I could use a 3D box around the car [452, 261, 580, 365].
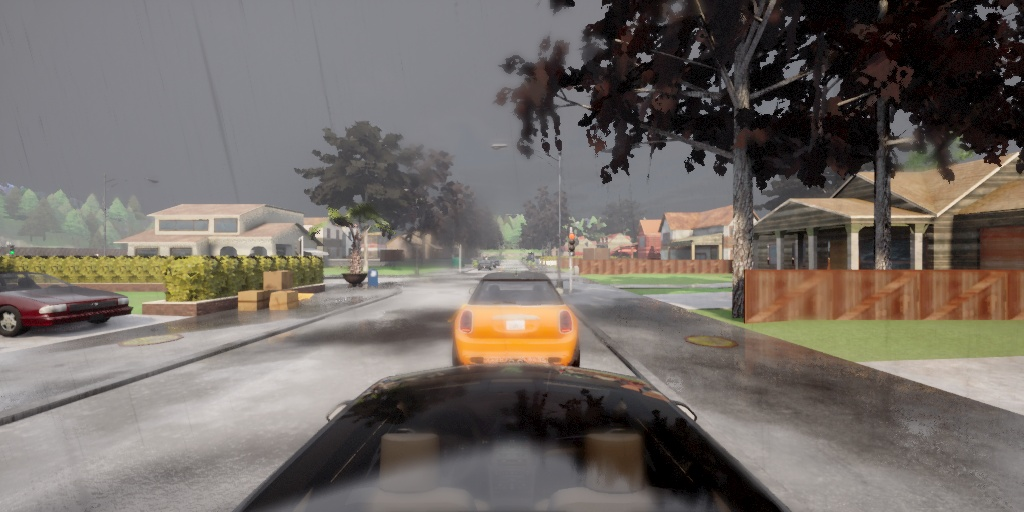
[{"bbox_3d":[0.097,1.102,7.727,2.097,1.767,4.553,0,0,1],"label":"car"}]

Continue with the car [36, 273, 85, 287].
[{"bbox_3d":[-31.704,1.314,26.588,4.181,1.385,1.994,0,0,1],"label":"car"}]

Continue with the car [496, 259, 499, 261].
[{"bbox_3d":[-3.593,1.240,59.274,2.128,1.511,4.902,0,0,1],"label":"car"}]

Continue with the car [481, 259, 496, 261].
[{"bbox_3d":[-3.686,1.255,49.935,1.837,1.490,4.892,0,0,1],"label":"car"}]
